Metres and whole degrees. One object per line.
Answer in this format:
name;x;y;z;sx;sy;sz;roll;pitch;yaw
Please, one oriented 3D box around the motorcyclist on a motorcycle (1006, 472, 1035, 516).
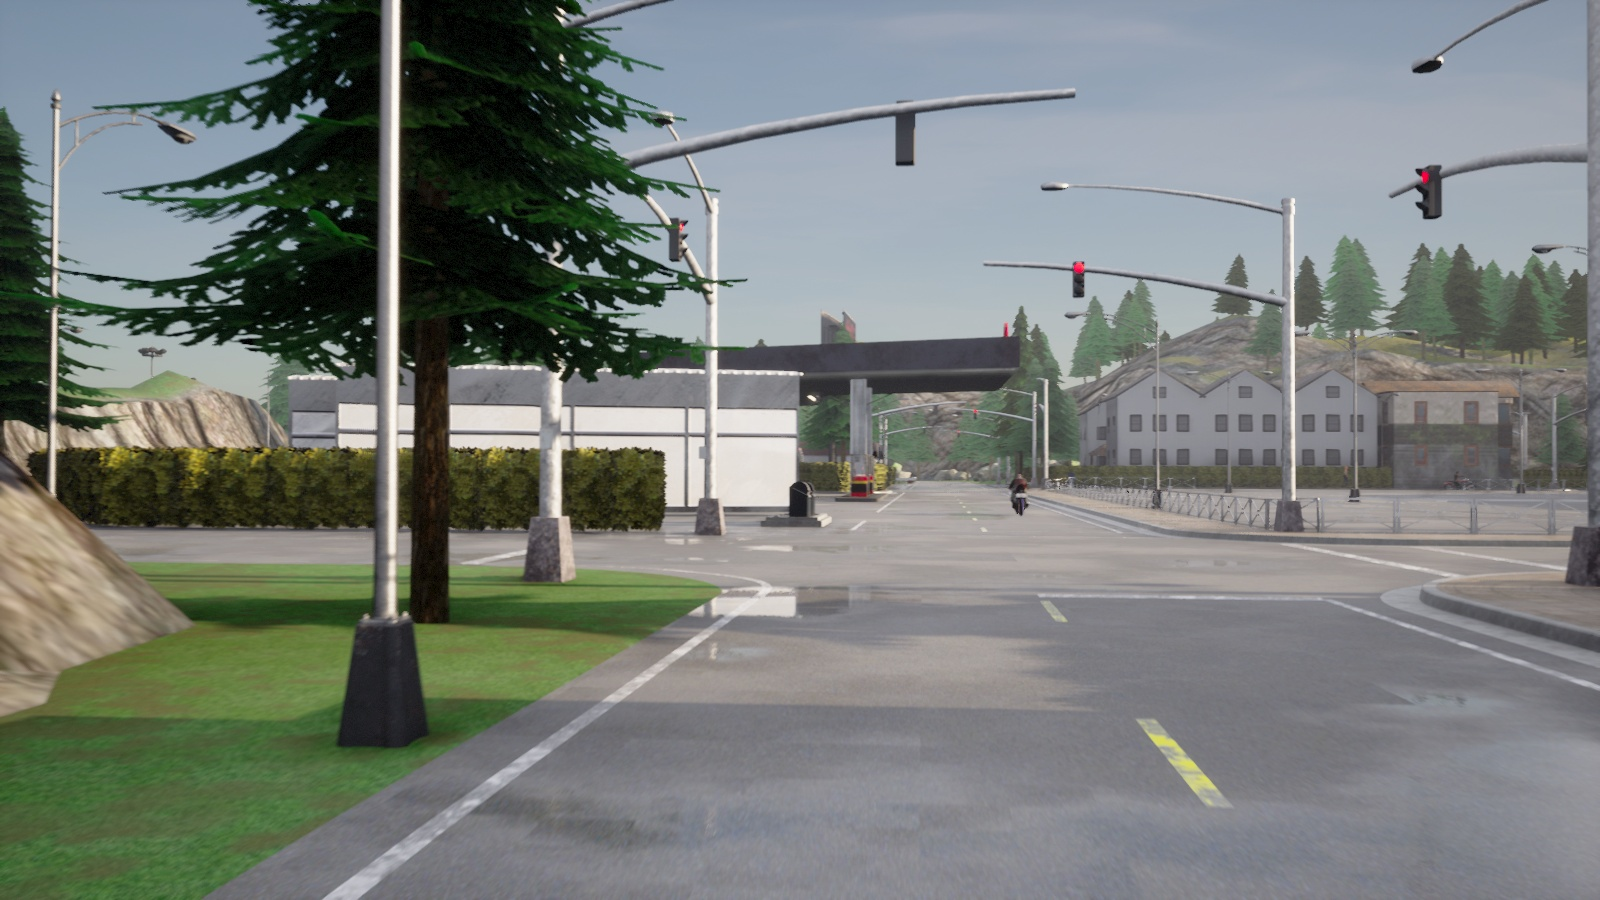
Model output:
motorcyclist on a motorcycle;8.022;1.585;45.773;0.866;1.530;2.191;0;-1;6
